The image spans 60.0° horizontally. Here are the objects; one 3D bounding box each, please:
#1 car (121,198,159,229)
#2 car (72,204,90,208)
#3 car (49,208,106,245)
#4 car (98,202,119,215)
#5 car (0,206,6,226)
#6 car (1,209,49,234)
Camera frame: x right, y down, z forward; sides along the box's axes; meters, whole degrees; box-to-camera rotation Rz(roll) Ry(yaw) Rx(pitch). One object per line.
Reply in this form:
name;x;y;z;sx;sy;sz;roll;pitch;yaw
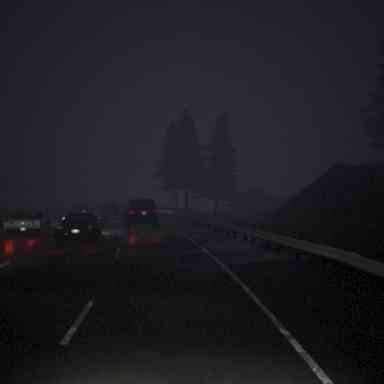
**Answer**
car;-3.829;1.473;24.084;2.150;2.045;5.566;0;0;-16
car;-11.573;1.940;34.763;1.994;1.385;4.181;0;-1;-23
car;-5.630;1.747;16.862;1.994;1.385;4.181;0;-1;-12
car;-9.953;1.927;39.657;1.837;1.490;4.892;0;0;-24
car;-15.076;1.637;24.708;2.097;1.767;4.553;0;-1;-19
car;-10.195;1.837;21.034;1.895;1.301;4.718;0;-1;-16
